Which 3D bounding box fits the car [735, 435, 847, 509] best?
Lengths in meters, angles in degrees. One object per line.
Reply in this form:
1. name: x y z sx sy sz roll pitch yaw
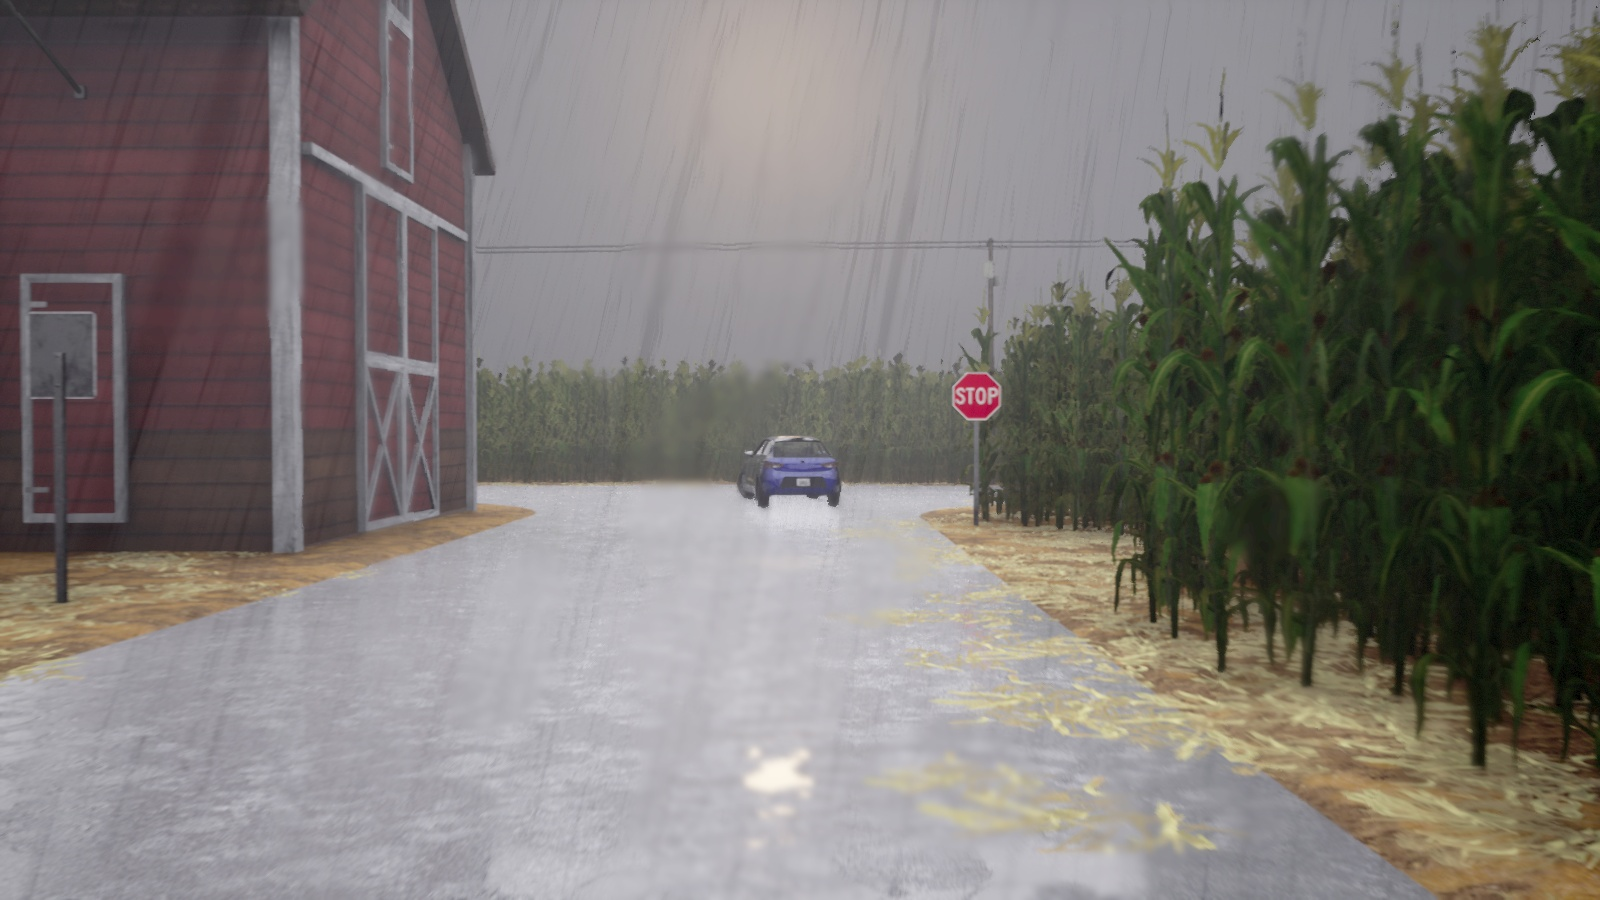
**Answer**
1. car: -0.278 0.414 27.510 1.816 1.474 4.193 0 1 -9
